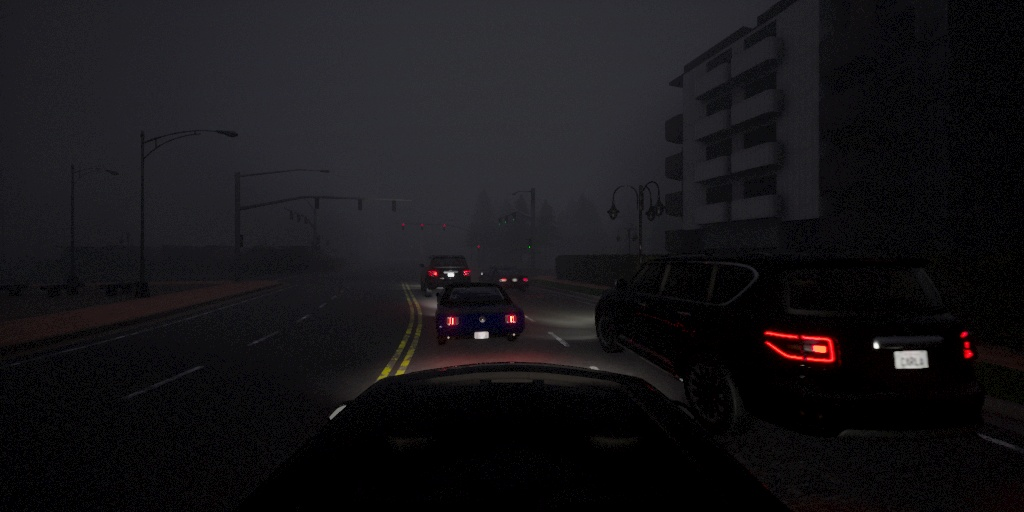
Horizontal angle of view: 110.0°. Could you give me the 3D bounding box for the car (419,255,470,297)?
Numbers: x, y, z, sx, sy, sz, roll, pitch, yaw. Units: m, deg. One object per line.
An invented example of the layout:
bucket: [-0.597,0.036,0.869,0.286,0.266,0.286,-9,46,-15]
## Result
car: [-3.614,0.971,19.025,2.150,2.045,5.566,0,0,-18]

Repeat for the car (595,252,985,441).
car: [3.110,0.971,5.684,2.150,2.045,5.566,0,0,-5]

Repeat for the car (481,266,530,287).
car: [-0.614,1.297,21.056,2.033,1.411,5.357,0,0,-17]

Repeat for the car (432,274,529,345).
car: [-1.078,1.351,9.590,1.895,1.301,4.718,0,0,-12]
